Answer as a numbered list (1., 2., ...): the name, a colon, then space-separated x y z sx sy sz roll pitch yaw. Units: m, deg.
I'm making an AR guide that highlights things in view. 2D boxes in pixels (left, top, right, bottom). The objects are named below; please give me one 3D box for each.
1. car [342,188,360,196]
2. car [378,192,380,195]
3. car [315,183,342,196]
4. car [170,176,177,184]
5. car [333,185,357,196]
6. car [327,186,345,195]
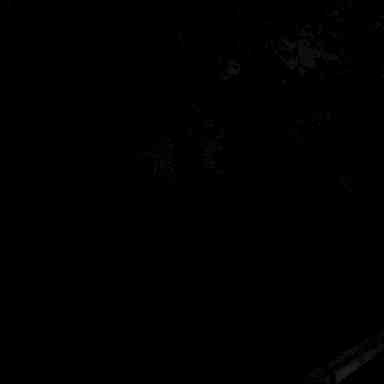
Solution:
1. car: 31.540 -0.038 65.977 2.002 1.452 4.674 5 3 40
2. car: 35.680 0.192 62.488 2.185 1.767 4.553 5 3 40
3. car: 23.079 -0.401 56.045 2.435 2.045 5.566 5 3 40
4. car: -2.242 -2.419 77.586 2.163 1.488 4.792 5 3 40
5. car: 25.155 0.052 54.241 2.097 1.535 5.008 5 3 40
6. car: 29.323 -0.284 67.630 1.946 1.575 5.366 5 3 40
